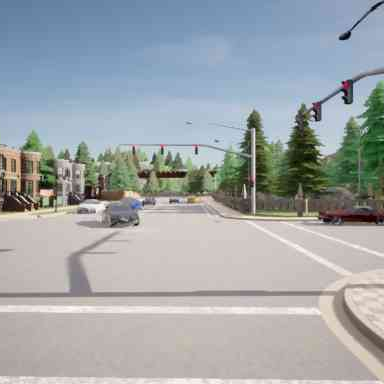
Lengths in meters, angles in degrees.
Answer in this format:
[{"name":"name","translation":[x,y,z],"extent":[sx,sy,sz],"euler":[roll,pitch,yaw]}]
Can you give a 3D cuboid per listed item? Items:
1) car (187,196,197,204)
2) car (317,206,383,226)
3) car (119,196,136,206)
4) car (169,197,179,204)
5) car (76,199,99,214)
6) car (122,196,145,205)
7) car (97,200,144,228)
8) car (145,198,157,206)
[{"name":"car","translation":[0.051,1.477,64.944],"extent":[1.882,1.535,5.008],"euler":[0,0,0]},{"name":"car","translation":[11.171,1.601,22.914],"extent":[4.718,1.301,1.895],"euler":[0,0,2]},{"name":"car","translation":[-10.550,1.478,54.902],"extent":[1.882,1.535,5.008],"euler":[0,0,0]},{"name":"car","translation":[-3.450,1.601,65.232],"extent":[1.895,1.301,4.718],"euler":[0,0,0]},{"name":"car","translation":[-10.623,1.526,35.032],"extent":[1.812,1.442,4.674],"euler":[0,0,0]},{"name":"car","translation":[-7.124,1.478,38.992],"extent":[1.882,1.535,5.008],"euler":[0,0,0]},{"name":"car","translation":[-5.015,1.507,22.724],"extent":[1.837,1.490,4.892],"euler":[-1,0,-24]},{"name":"car","translation":[-7.043,1.611,55.661],"extent":[1.994,1.385,4.181],"euler":[0,0,0]}]
